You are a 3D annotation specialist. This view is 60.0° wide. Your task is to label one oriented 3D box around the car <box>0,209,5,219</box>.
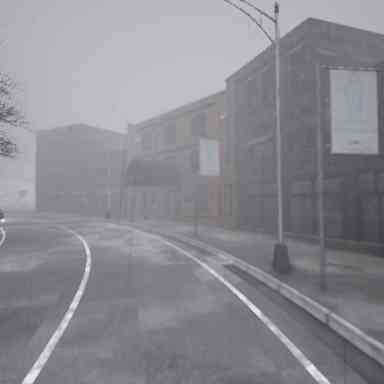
[{"bbox_3d":[-19.253,1.735,31.055,4.674,1.442,1.812,0,-1,38],"label":"car"}]
